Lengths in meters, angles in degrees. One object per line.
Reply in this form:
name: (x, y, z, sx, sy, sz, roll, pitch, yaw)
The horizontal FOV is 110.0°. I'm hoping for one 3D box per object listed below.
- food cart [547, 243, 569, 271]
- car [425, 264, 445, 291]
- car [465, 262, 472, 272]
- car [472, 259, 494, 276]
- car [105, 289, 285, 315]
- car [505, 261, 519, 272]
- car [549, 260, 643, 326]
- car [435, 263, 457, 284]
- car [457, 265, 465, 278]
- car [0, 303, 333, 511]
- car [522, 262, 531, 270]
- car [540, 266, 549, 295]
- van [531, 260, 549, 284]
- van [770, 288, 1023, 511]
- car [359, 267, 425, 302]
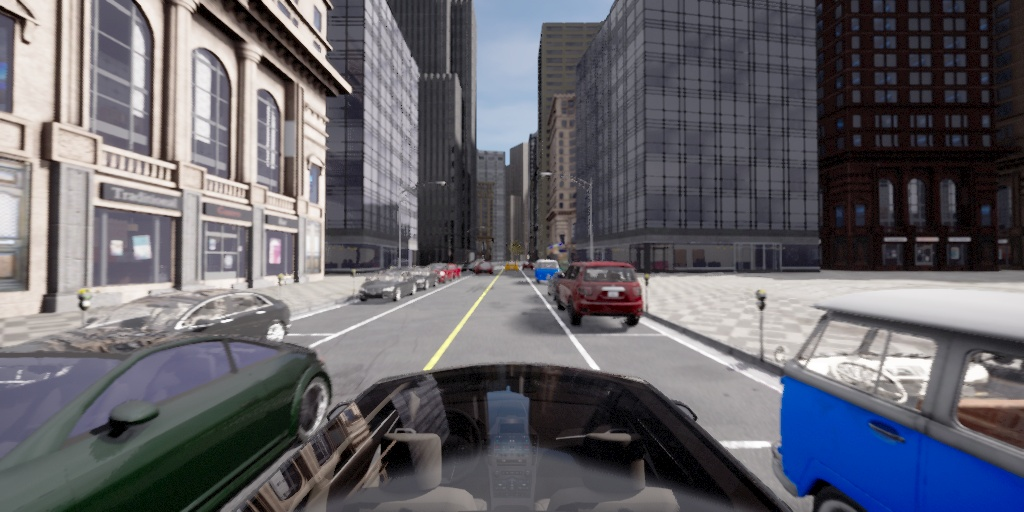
food cart: (5.615, 0.407, 41.515, 2.280, 3.560, 4.660, 0, 0, 0)
car: (-5.868, 1.385, 22.783, 2.007, 1.370, 4.403, 0, 0, 0)
car: (-5.881, 1.569, 50.077, 1.948, 1.339, 4.313, 0, 0, 0)
car: (-3.109, 1.417, 41.118, 1.882, 1.535, 5.008, 0, 0, 0)
car: (-5.860, 1.317, 6.405, 2.007, 1.370, 4.403, 0, 0, 0)
car: (-0.013, 1.499, 51.819, 1.882, 1.535, 5.008, 0, 0, 0)
car: (2.663, 1.103, 11.861, 2.192, 1.841, 5.009, 0, 0, 0)
car: (-5.870, 1.302, 28.242, 1.967, 1.591, 4.097, 0, 0, 0)
car: (-5.873, 1.438, 33.701, 1.888, 1.381, 4.507, 0, 0, 0)
car: (-3.095, 1.317, 2.512, 1.994, 1.385, 4.181, 0, 0, 0)
car: (2.639, 1.638, 60.996, 1.888, 1.381, 4.507, 0, 0, 0)
car: (2.661, 1.361, 17.321, 2.007, 1.370, 4.403, 0, 0, 0)
van: (2.655, 1.203, 28.241, 1.690, 1.789, 3.998, 0, 0, 0)
van: (2.669, 1.088, 0.941, 1.690, 1.789, 3.998, 0, 0, 0)
car: (-5.865, 1.361, 17.324, 2.007, 1.370, 4.403, 0, 0, 0)
